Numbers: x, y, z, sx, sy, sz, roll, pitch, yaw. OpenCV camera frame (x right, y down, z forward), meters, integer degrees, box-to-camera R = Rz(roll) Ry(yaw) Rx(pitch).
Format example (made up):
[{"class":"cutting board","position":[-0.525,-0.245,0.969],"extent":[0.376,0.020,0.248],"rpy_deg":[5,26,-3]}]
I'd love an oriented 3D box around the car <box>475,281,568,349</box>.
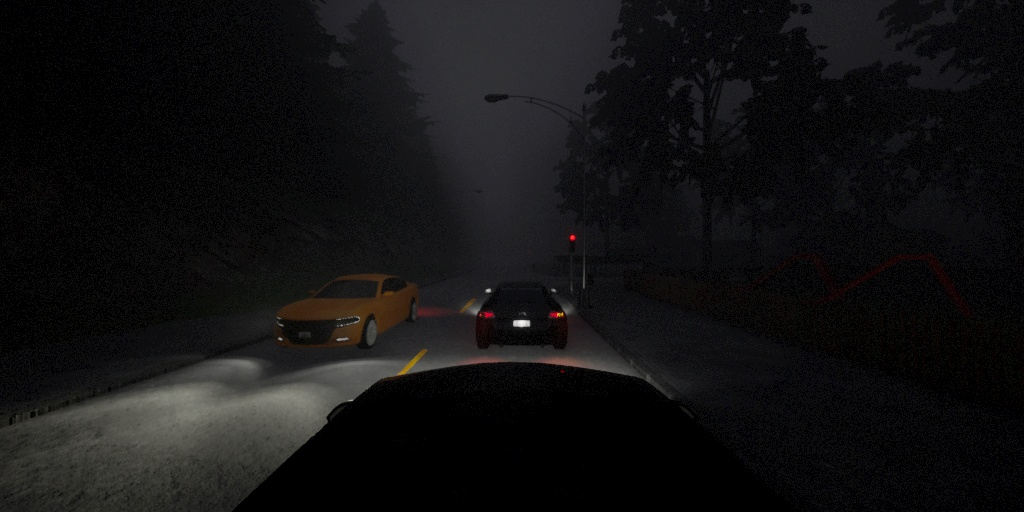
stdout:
[{"class":"car","position":[0.228,1.312,9.141],"extent":[1.994,1.385,4.181],"rpy_deg":[0,0,1]}]

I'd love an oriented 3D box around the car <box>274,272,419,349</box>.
[{"class":"car","position":[-3.903,1.226,9.366],"extent":[1.882,1.535,5.008],"rpy_deg":[0,0,2]}]
